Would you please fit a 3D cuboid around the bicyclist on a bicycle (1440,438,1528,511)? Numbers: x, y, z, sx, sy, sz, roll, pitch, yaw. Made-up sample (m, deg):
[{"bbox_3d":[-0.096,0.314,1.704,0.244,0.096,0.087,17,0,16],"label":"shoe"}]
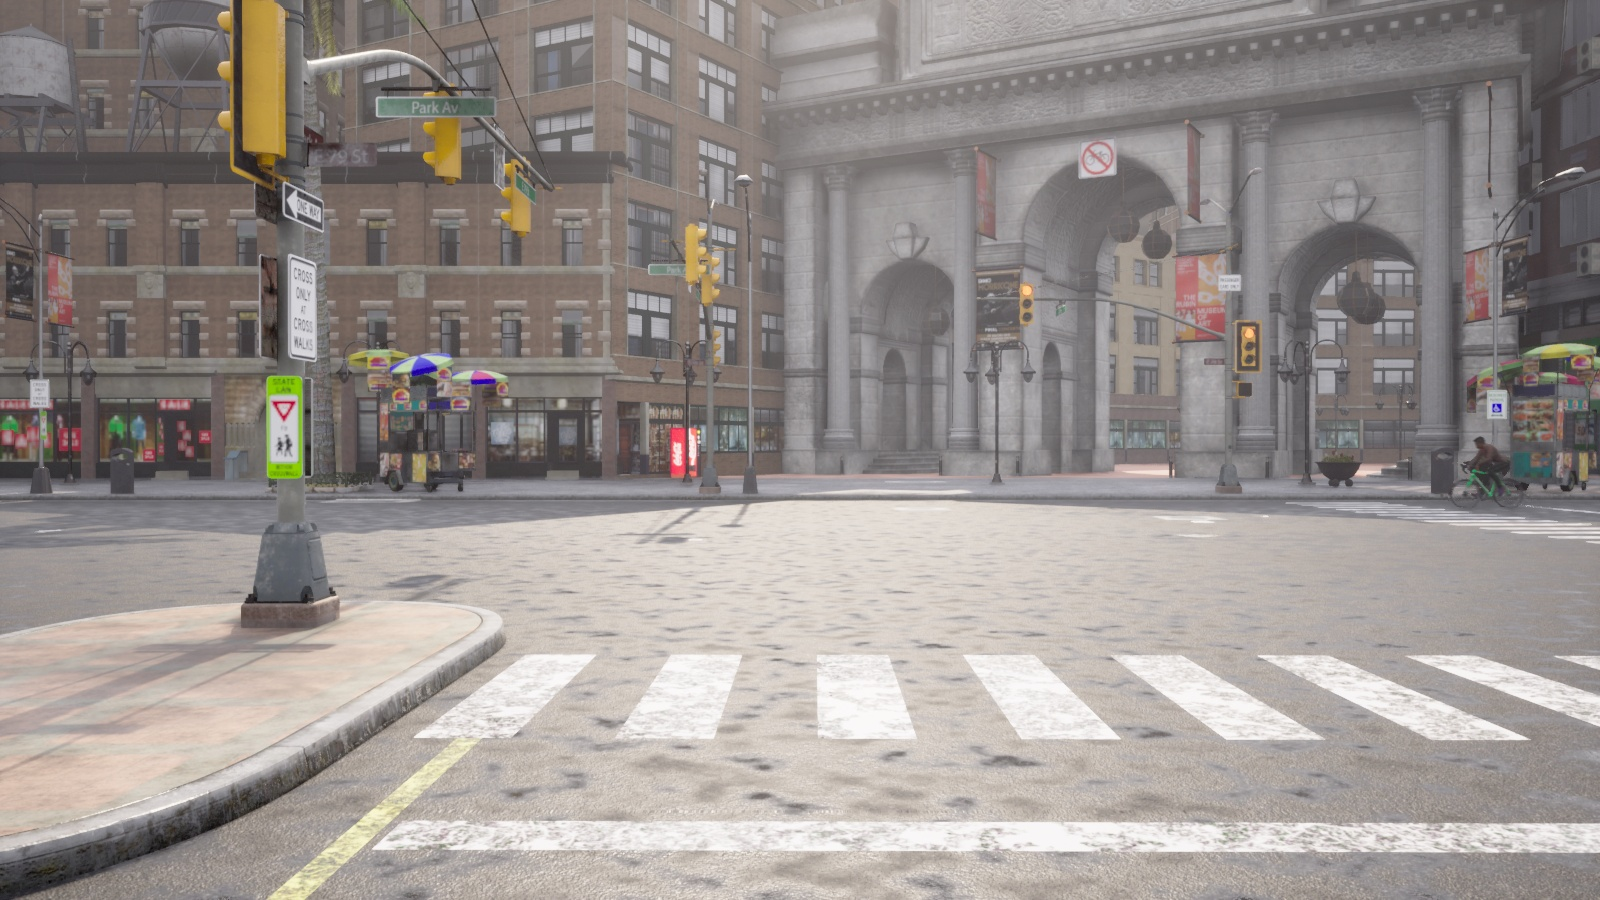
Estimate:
[{"bbox_3d":[15.345,0.552,28.198,1.656,1.620,0.582,0,0,1],"label":"bicyclist on a bicycle"}]
